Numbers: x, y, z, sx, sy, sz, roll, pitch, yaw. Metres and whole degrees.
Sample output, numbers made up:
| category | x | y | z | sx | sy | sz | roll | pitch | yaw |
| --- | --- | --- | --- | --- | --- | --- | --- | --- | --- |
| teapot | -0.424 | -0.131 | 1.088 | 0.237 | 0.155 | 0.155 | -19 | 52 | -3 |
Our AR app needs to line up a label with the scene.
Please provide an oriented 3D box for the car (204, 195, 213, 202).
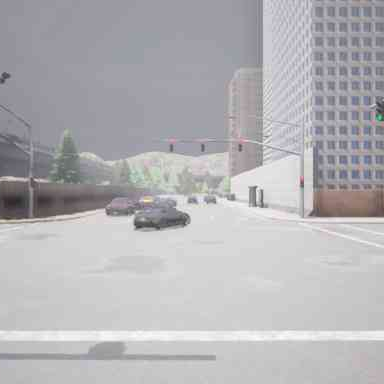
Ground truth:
| category | x | y | z | sx | sy | sz | roll | pitch | yaw |
| --- | --- | --- | --- | --- | --- | --- | --- | --- | --- |
| car | 3.610 | 1.500 | 74.516 | 1.837 | 1.490 | 4.892 | 0 | 0 | 0 |

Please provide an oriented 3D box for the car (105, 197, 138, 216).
| category | x | y | z | sx | sy | sz | roll | pitch | yaw |
| --- | --- | --- | --- | --- | --- | --- | --- | --- | --- |
| car | -7.045 | 1.352 | 32.874 | 2.097 | 1.767 | 4.553 | 0 | 0 | 0 |

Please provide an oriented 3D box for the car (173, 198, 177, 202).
| category | x | y | z | sx | sy | sz | roll | pitch | yaw |
| --- | --- | --- | --- | --- | --- | --- | --- | --- | --- |
| car | -3.531 | 1.564 | 45.378 | 1.994 | 1.385 | 4.181 | 0 | 0 | -1 |

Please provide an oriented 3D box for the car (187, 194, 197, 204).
| category | x | y | z | sx | sy | sz | roll | pitch | yaw |
| --- | --- | --- | --- | --- | --- | --- | --- | --- | --- |
| car | 0.094 | 1.478 | 64.245 | 1.882 | 1.535 | 5.008 | 0 | 0 | 0 |

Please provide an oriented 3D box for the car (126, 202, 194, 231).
| category | x | y | z | sx | sy | sz | roll | pitch | yaw |
| --- | --- | --- | --- | --- | --- | --- | --- | --- | --- |
| car | -1.858 | 1.588 | 21.243 | 1.994 | 1.385 | 4.181 | 0 | 0 | 32 |

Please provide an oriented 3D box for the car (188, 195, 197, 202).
| category | x | y | z | sx | sy | sz | roll | pitch | yaw |
| --- | --- | --- | --- | --- | --- | --- | --- | --- | --- |
| car | 0.109 | 1.328 | 74.467 | 1.837 | 1.490 | 4.892 | 0 | 0 | 0 |

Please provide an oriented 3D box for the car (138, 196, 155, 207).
| category | x | y | z | sx | sy | sz | roll | pitch | yaw |
| --- | --- | --- | --- | --- | --- | --- | --- | --- | --- |
| car | -7.012 | 1.478 | 51.376 | 1.882 | 1.535 | 5.008 | 0 | 0 | 0 |

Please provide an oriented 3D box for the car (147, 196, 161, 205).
| category | x | y | z | sx | sy | sz | roll | pitch | yaw |
| --- | --- | --- | --- | --- | --- | --- | --- | --- | --- |
| car | -6.973 | 1.478 | 61.449 | 1.882 | 1.535 | 5.008 | 0 | 0 | 1 |

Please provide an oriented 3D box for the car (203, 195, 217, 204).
| category | x | y | z | sx | sy | sz | roll | pitch | yaw |
| --- | --- | --- | --- | --- | --- | --- | --- | --- | --- |
| car | 3.694 | 1.505 | 64.119 | 1.837 | 1.490 | 4.892 | 0 | 0 | 0 |

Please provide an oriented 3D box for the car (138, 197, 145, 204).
| category | x | y | z | sx | sy | sz | roll | pitch | yaw |
| --- | --- | --- | --- | --- | --- | --- | --- | --- | --- |
| car | -7.032 | 1.601 | 41.860 | 1.895 | 1.301 | 4.718 | 0 | 0 | 0 |

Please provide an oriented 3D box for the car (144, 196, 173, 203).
| category | x | y | z | sx | sy | sz | roll | pitch | yaw |
| --- | --- | --- | --- | --- | --- | --- | --- | --- | --- |
| car | -3.535 | 1.491 | 36.458 | 2.128 | 1.511 | 4.902 | 0 | 0 | 0 |

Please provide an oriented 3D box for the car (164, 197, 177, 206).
| category | x | y | z | sx | sy | sz | roll | pitch | yaw |
| --- | --- | --- | --- | --- | --- | --- | --- | --- | --- |
| car | -3.496 | 1.601 | 55.360 | 1.895 | 1.301 | 4.718 | 0 | 0 | 0 |
